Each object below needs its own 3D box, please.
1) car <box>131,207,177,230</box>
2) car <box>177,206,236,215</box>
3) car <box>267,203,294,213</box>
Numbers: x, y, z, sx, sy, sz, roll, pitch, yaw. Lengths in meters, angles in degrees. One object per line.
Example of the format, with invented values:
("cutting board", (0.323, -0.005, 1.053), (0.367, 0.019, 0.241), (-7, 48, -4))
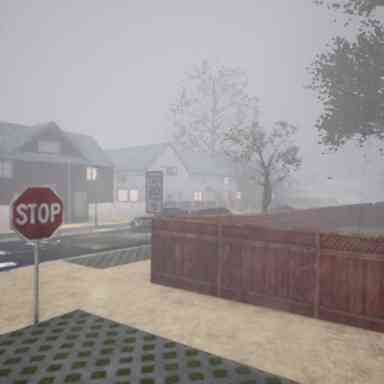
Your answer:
("car", (-1.866, 1.686, 21.639), (1.812, 1.442, 4.674), (0, 0, 37))
("car", (1.504, 1.662, 21.293), (1.882, 1.535, 5.008), (0, 0, 37))
("car", (9.941, 1.912, 37.400), (1.994, 1.385, 4.181), (0, 0, 37))
